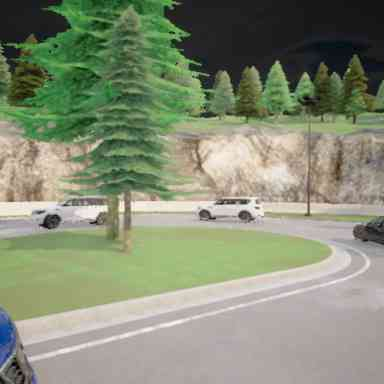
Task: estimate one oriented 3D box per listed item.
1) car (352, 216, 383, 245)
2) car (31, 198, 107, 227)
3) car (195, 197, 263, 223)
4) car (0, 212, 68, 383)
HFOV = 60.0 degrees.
[{"bbox_3d":[8.916,1.724,14.433,2.033,1.411,5.357,1,0,4],"label":"car"},{"bbox_3d":[-7.789,1.293,22.190,5.566,2.045,2.150,1,-2,-38],"label":"car"},{"bbox_3d":[3.052,1.428,27.436,5.566,2.045,2.150,0,-1,20],"label":"car"},{"bbox_3d":[-3.579,1.193,1.180,5.566,2.045,2.150,1,-1,-36],"label":"car"}]
